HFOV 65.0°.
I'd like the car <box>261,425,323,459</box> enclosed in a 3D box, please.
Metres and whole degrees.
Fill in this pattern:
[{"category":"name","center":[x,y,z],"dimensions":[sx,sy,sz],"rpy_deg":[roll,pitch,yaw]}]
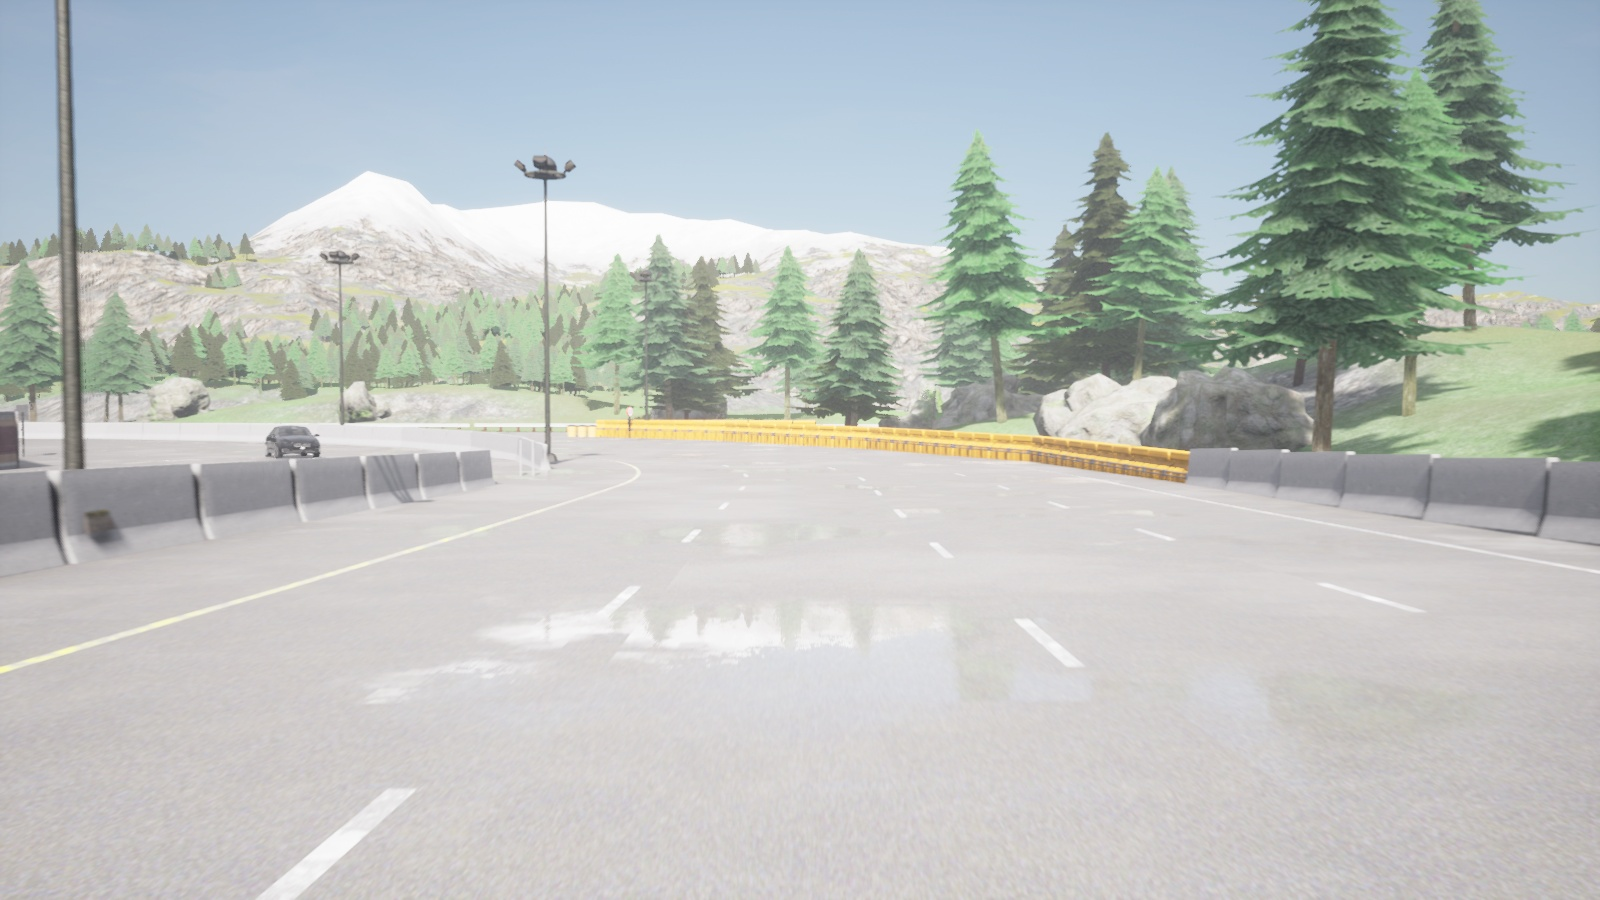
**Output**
[{"category":"car","center":[-23.684,-0.421,58.437],"dimensions":[1.837,1.490,4.892],"rpy_deg":[-1,2,-32]}]
